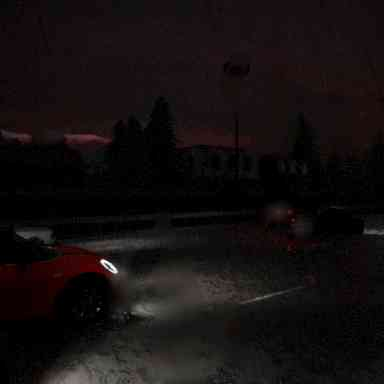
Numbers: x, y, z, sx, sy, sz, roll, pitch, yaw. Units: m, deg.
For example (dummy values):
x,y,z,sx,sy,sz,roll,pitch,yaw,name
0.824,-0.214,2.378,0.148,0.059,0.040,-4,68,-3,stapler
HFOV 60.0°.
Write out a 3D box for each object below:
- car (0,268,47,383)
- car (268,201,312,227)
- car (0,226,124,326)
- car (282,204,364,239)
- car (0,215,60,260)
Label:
x,y,z,sx,sy,sz,roll,pitch,yaw,name
-3.577,1.545,1.194,5.357,1.411,2.033,0,0,-36,car
7.079,1.366,21.697,4.553,1.767,2.097,0,0,-36,car
-3.482,1.352,5.563,4.553,1.767,2.097,0,0,-36,car
7.120,1.538,17.426,4.674,1.442,1.812,0,0,-36,car
-7.273,1.602,11.455,4.718,1.301,1.895,0,0,-36,car
